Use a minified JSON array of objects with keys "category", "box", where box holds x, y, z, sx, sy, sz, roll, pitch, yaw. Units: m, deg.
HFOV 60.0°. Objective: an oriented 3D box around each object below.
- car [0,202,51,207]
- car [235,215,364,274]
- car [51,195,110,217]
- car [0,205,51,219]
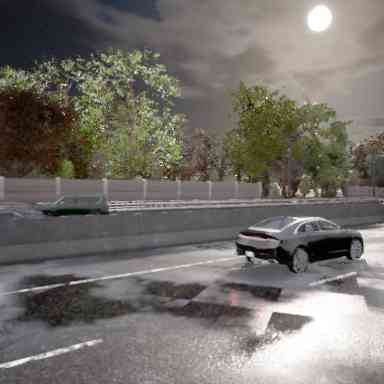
[{"category":"car","box":[-10.455,1.355,18.004,4.553,1.767,2.097,0,0,-35]},{"category":"car","box":[3.569,1.496,10.583,4.902,1.511,2.128,0,0,-35]},{"category":"car","box":[-8.639,1.229,23.565,5.566,2.045,2.150,0,0,-35]},{"category":"car","box":[-9.153,1.507,14.638,4.892,1.490,1.837,0,0,-35]}]
